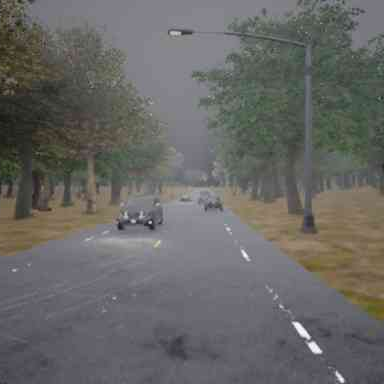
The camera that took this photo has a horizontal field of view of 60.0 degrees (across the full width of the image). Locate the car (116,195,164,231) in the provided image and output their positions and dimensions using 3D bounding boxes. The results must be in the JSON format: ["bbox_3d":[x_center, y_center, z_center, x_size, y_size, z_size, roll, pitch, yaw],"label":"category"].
[{"bbox_3d":[-3.111,1.234,20.963,2.150,2.045,5.566,0,0,2],"label":"car"}]

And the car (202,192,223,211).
[{"bbox_3d":[2.516,1.244,39.230,2.097,1.767,4.553,0,0,3],"label":"car"}]

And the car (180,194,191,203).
[{"bbox_3d":[-1.176,1.156,63.103,1.882,1.535,5.008,0,1,3],"label":"car"}]

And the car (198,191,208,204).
[{"bbox_3d":[2.059,1.101,56.682,2.097,1.767,4.553,0,1,3],"label":"car"}]
